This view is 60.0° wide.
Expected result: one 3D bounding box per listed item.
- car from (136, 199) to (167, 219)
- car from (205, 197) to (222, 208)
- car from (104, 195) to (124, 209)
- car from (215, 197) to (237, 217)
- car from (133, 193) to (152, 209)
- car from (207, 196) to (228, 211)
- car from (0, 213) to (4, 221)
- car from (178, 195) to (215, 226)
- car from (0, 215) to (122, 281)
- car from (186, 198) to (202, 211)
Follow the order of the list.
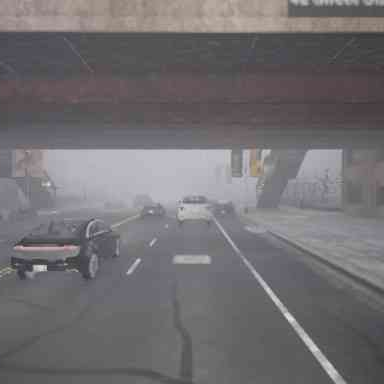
[{"bbox_3d":[-3.285,1.563,28.957,1.994,1.385,4.181,0,0,0],"label":"car"},{"bbox_3d":[3.036,1.478,48.595,2.097,1.535,5.008,0,0,0],"label":"car"},{"bbox_3d":[-10.414,1.523,44.806,1.812,1.442,4.674,0,0,1],"label":"car"},{"bbox_3d":[3.137,1.480,31.395,2.231,1.521,4.892,0,0,10],"label":"car"},{"bbox_3d":[-6.890,1.222,46.897,2.150,2.045,5.566,0,0,1],"label":"car"},{"bbox_3d":[3.174,1.353,42.170,2.185,1.767,4.553,0,0,0],"label":"car"},{"bbox_3d":[-13.597,1.594,20.170,1.895,1.301,4.718,0,0,0],"label":"car"},{"bbox_3d":[0.191,1.216,23.472,2.150,2.045,5.566,0,-1,0],"label":"car"},{"bbox_3d":[-3.400,1.491,9.869,2.128,1.511,4.902,0,0,0],"label":"car"},{"bbox_3d":[0.234,1.503,41.761,1.837,1.490,4.892,0,0,0],"label":"car"}]
